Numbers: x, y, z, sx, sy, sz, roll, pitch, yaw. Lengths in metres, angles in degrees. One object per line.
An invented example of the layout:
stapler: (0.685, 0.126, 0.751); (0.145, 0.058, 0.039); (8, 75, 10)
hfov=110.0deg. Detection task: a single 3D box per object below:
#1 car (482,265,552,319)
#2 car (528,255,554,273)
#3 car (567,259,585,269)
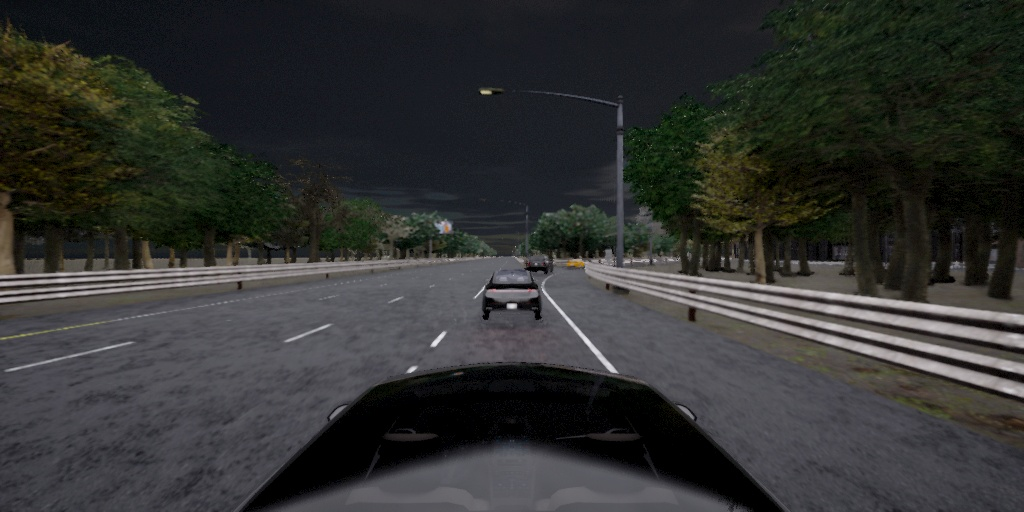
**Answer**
car: (0.005, 1.230, 12.735); (2.128, 1.511, 4.902); (0, 0, 0)
car: (3.193, 0.936, 39.469); (2.150, 2.045, 5.566); (0, 0, 16)
car: (10.298, 1.163, 56.972); (1.882, 1.535, 5.008); (0, 0, 28)
